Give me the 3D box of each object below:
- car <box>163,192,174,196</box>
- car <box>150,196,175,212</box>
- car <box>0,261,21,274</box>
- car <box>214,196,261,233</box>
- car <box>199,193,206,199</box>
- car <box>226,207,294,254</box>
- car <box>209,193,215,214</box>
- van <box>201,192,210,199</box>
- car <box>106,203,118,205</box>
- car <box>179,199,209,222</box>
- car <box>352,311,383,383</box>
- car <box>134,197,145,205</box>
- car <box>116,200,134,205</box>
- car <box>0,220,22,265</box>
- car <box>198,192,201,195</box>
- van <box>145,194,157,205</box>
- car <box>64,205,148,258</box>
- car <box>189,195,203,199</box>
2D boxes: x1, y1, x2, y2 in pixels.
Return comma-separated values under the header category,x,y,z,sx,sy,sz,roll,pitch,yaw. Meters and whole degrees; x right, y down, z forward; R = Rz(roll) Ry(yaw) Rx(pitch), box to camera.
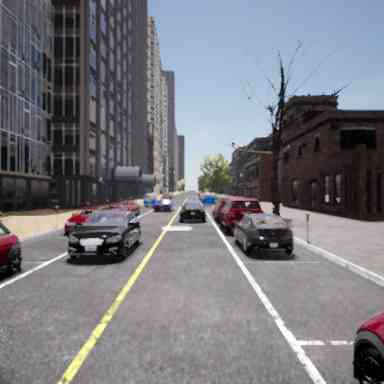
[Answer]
category,x,y,z,sx,sy,sz,roll,pitch,yaw
car,-5.720,1.251,74.112,1.802,1.307,4.206,1,0,0
car,-3.041,1.462,35.907,1.895,1.301,4.718,0,0,1
car,-3.098,1.558,1.933,1.994,1.385,4.181,0,0,0
car,2.694,1.247,18.651,2.192,1.841,5.009,1,0,0
car,2.656,1.128,85.379,1.752,1.417,4.829,1,0,0
car,2.694,1.504,13.106,2.008,1.369,4.403,1,0,0
car,2.691,1.225,24.199,2.192,1.841,5.009,1,0,0
van,2.676,1.123,51.932,1.690,1.788,3.998,1,0,0
car,-5.690,1.518,18.647,1.802,1.307,4.206,1,0,0
car,0.064,1.470,25.534,1.994,1.385,4.181,0,0,0
car,2.700,1.432,2.014,1.967,1.590,4.097,1,0,0
car,-5.695,1.435,29.741,1.887,1.381,4.507,1,0,0
car,-5.693,1.495,24.195,1.802,1.307,4.206,1,0,0
car,-5.682,1.417,7.555,1.967,1.590,4.097,1,0,0
car,2.669,1.166,63.024,1.967,1.590,4.097,1,0,0
van,-5.701,1.154,46.380,1.690,1.788,3.998,1,0,0
car,-3.093,1.449,12.598,2.128,1.511,4.902,0,0,0
car,0.055,1.435,41.484,1.895,1.301,4.718,0,0,0
